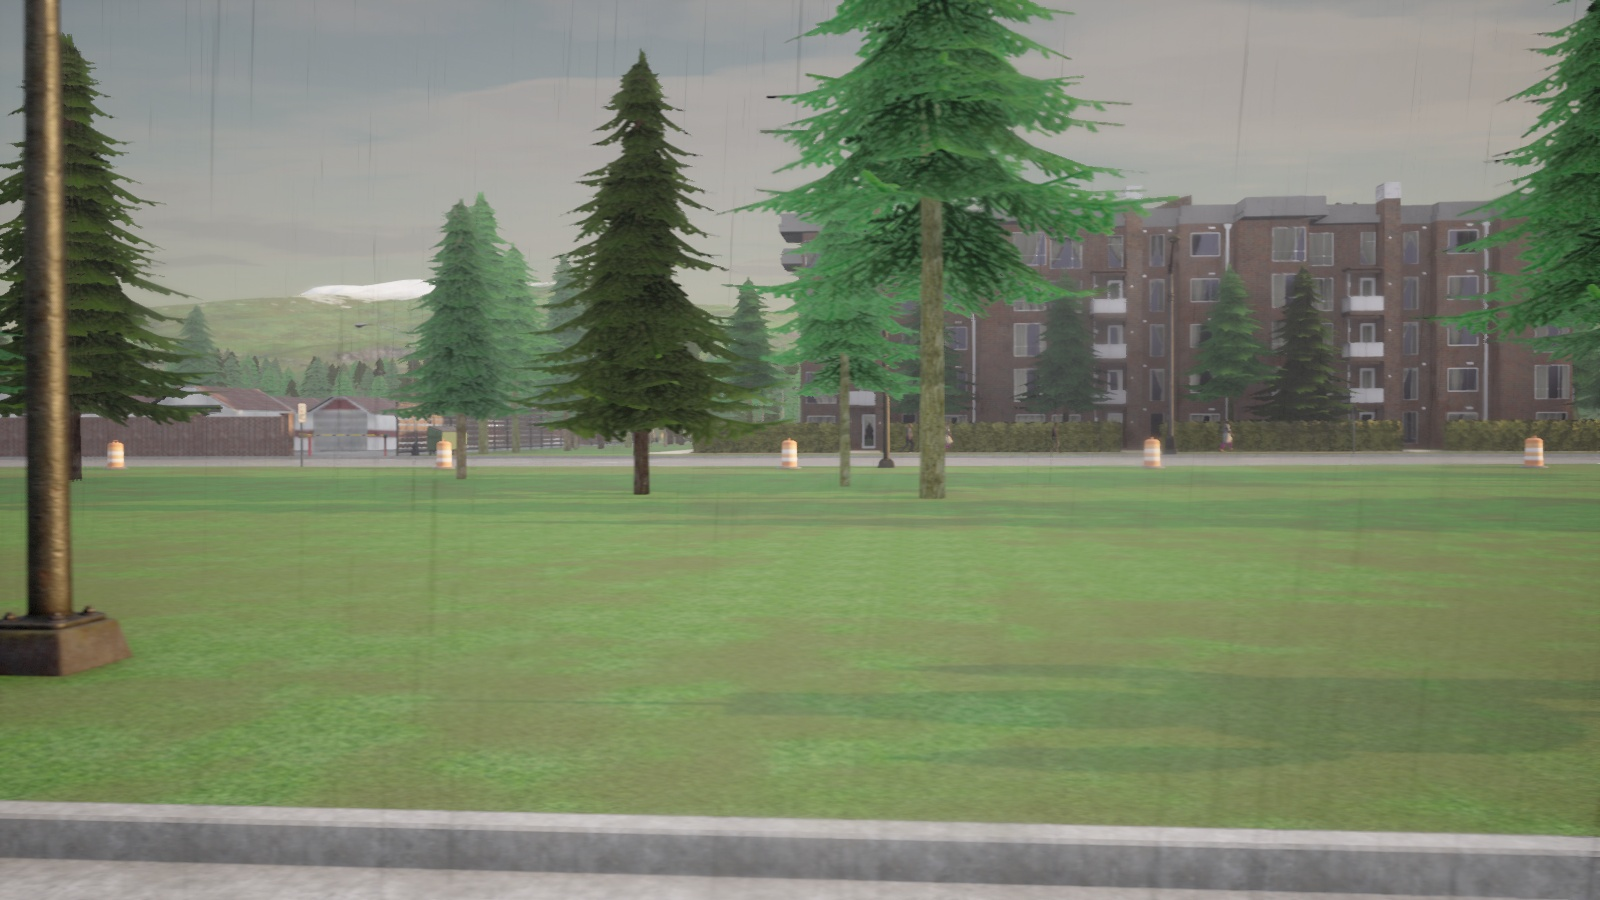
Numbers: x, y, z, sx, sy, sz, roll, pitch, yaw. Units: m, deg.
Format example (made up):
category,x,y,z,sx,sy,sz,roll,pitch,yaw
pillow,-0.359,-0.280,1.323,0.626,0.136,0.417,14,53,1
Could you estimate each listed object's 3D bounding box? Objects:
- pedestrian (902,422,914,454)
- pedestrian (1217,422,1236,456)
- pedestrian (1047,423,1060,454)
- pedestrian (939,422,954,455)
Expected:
category,x,y,z,sx,sy,sz,roll,pitch,yaw
pedestrian,6.371,-0.705,73.990,0.694,1.848,0.540,0,1,5
pedestrian,24.724,-0.618,72.810,0.873,1.952,0.659,0,1,6
pedestrian,14.826,-0.665,73.464,0.703,1.840,0.431,0,1,5
pedestrian,8.685,-0.701,74.319,0.873,1.952,0.659,0,1,5
